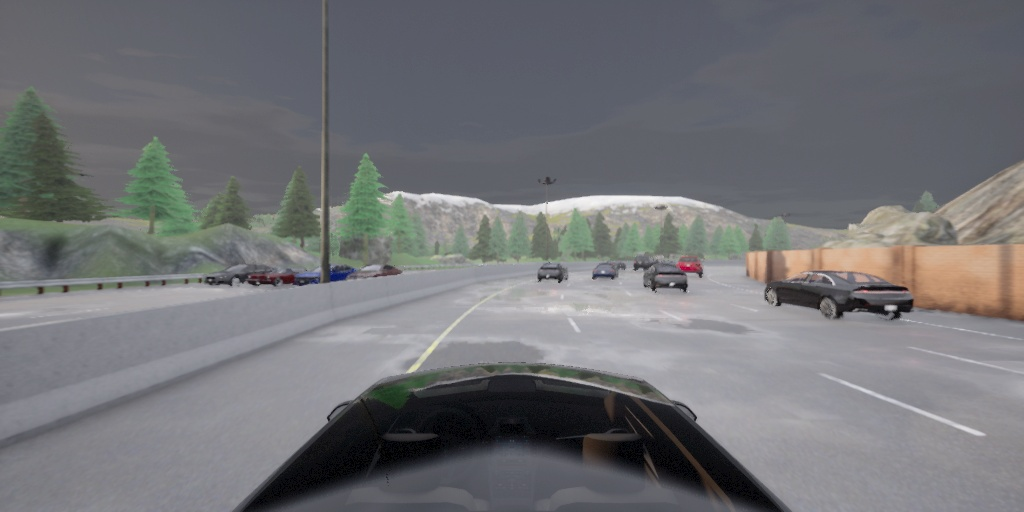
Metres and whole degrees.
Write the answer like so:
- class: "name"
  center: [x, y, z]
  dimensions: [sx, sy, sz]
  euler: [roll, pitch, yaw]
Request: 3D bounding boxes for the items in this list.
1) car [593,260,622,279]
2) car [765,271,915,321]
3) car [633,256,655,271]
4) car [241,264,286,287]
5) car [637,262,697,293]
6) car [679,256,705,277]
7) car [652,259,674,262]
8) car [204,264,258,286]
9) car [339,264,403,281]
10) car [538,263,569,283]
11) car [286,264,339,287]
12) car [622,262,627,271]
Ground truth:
- class: "car"
  center: [8.672, 1.367, 32.951]
  dimensions: [1.994, 1.385, 4.181]
  euler: [0, 0, 22]
- class: "car"
  center: [11.013, 1.260, 12.589]
  dimensions: [2.128, 1.511, 4.902]
  euler: [0, 0, 6]
- class: "car"
  center: [18.819, 1.050, 49.863]
  dimensions: [2.150, 2.045, 5.566]
  euler: [-1, -1, 41]
- class: "car"
  center: [-15.793, 1.433, 25.060]
  dimensions: [1.895, 1.301, 4.718]
  euler: [0, 0, 11]
- class: "car"
  center: [8.888, 1.274, 21.013]
  dimensions: [2.128, 1.511, 4.902]
  euler: [0, 0, 13]
- class: "car"
  center: [18.452, 1.031, 36.957]
  dimensions: [2.150, 2.045, 5.566]
  euler: [-1, -1, 31]
- class: "car"
  center: [19.536, 1.314, 44.534]
  dimensions: [2.128, 1.511, 4.902]
  euler: [0, 0, 37]
- class: "car"
  center: [-19.218, 1.333, 25.782]
  dimensions: [1.837, 1.490, 4.892]
  euler: [0, 0, 11]
- class: "car"
  center: [-8.925, 1.230, 23.704]
  dimensions: [1.812, 1.442, 4.674]
  euler: [0, 0, 11]
- class: "car"
  center: [3.356, 1.287, 28.590]
  dimensions: [2.128, 1.511, 4.902]
  euler: [0, 0, 17]
- class: "car"
  center: [-12.356, 1.304, 24.397]
  dimensions: [1.882, 1.535, 5.008]
  euler: [0, 0, 11]
- class: "car"
  center: [14.248, 1.321, 49.197]
  dimensions: [2.128, 1.511, 4.902]
  euler: [0, 0, 34]
